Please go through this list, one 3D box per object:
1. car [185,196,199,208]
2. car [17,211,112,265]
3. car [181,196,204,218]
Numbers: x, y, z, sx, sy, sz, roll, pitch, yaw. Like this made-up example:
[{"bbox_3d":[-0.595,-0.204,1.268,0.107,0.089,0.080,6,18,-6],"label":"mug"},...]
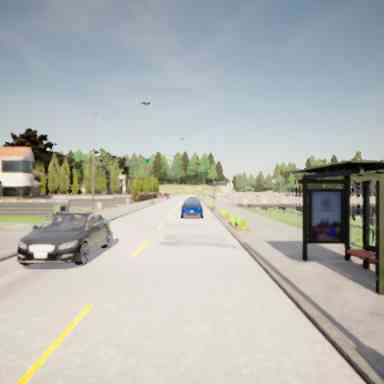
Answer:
[{"bbox_3d":[0.061,1.337,45.316,1.812,1.442,4.674,0,0,0],"label":"car"},{"bbox_3d":[-4.098,1.444,11.452,2.128,1.511,4.902,0,0,0],"label":"car"},{"bbox_3d":[0.023,1.357,28.972,1.882,1.535,5.008,0,1,1],"label":"car"}]
